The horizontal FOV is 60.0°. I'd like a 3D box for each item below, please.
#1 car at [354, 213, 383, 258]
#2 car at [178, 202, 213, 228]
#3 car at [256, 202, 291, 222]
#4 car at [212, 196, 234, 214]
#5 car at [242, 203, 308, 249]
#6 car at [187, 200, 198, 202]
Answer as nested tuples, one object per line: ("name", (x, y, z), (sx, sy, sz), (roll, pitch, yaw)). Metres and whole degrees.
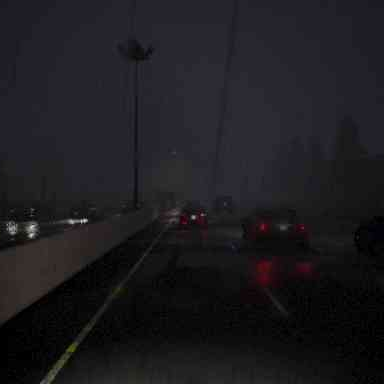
("car", (7.102, 1.293, 9.999), (2.150, 2.045, 5.566), (0, 0, 0))
("car", (0.103, 1.671, 23.661), (2.163, 1.488, 4.792), (0, 0, 0))
("car", (7.103, 1.686, 29.481), (1.882, 1.535, 5.008), (0, 0, 0))
("car", (3.604, 1.498, 39.218), (2.150, 2.045, 5.566), (0, 0, 0))
("car", (3.602, 1.460, 15.207), (2.097, 1.767, 4.553), (0, 0, 0))
("car", (0.104, 1.771, 41.547), (1.882, 1.535, 5.008), (0, -1, 0))
